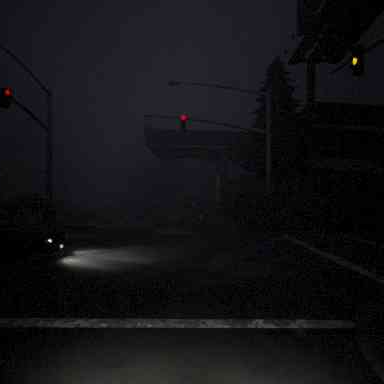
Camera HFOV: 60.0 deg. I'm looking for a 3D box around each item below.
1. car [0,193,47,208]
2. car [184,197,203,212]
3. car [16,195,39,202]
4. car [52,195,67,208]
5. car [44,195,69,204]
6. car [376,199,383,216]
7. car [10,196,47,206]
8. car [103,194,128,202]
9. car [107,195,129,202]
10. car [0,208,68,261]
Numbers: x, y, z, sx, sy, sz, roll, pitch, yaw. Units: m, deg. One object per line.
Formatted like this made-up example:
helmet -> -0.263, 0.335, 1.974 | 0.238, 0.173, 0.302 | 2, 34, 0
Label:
car -> -16.764, 1.077, 33.310 | 3.866, 1.878, 1.905 | 0, 0, 0
car -> 0.119, 1.352, 38.134 | 2.097, 1.767, 4.553 | 0, 0, 0
car -> -35.080, 1.384, 70.937 | 3.806, 1.475, 1.970 | 0, 0, 0
car -> -16.171, 1.361, 36.638 | 3.806, 1.475, 1.970 | 0, 0, 0
car -> -24.022, 1.319, 59.006 | 3.633, 1.501, 1.845 | 0, 0, 0
car -> 17.239, 1.480, 32.953 | 2.242, 1.667, 4.611 | 0, 0, 0
car -> -24.008, 1.298, 49.013 | 4.514, 1.523, 2.007 | 0, 0, 0
car -> -16.414, 1.330, 70.894 | 5.027, 1.636, 2.152 | 0, 0, 0
car -> -16.484, 1.339, 74.031 | 4.514, 1.523, 2.007 | 0, 0, 0
car -> -6.958, 1.372, 10.776 | 5.357, 1.411, 2.033 | 1, 0, -4
